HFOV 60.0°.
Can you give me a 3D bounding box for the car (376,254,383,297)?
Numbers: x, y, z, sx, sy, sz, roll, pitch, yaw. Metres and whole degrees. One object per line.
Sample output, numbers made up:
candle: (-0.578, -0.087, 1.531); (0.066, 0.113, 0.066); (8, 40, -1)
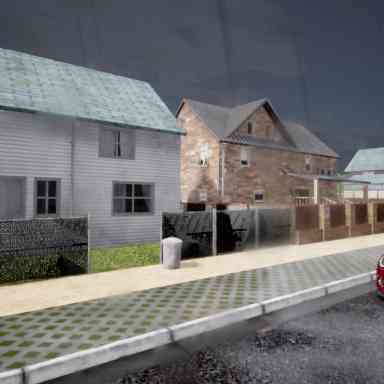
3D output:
car: (5.954, 1.357, 7.182); (4.553, 1.767, 2.097); (0, 0, -35)
